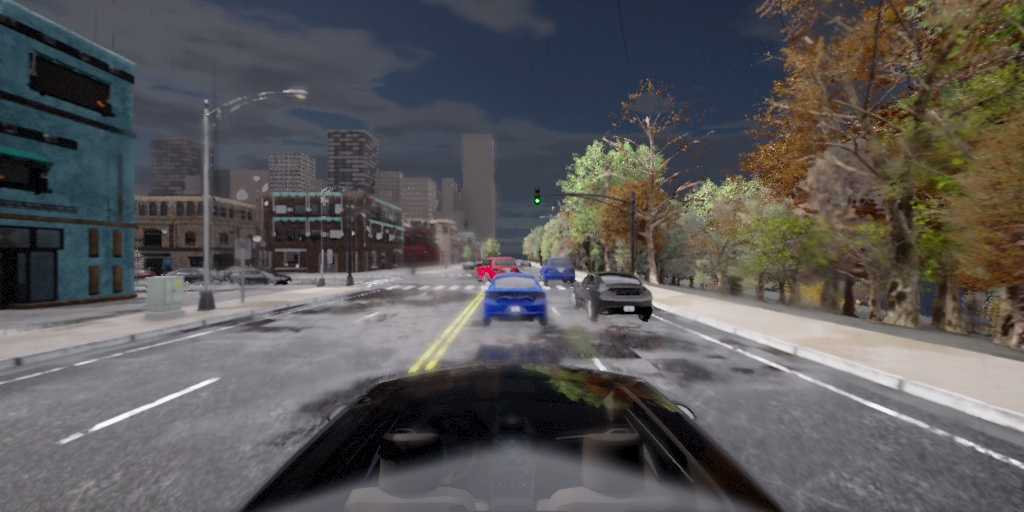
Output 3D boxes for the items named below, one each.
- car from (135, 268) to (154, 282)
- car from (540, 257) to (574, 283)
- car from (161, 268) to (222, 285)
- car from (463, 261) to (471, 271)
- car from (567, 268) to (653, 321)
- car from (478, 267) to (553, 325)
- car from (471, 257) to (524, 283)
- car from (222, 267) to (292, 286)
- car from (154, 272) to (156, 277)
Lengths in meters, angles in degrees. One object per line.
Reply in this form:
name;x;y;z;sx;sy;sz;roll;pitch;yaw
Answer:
car;-39.347;1.939;37.091;4.207;1.307;1.802;0;0;0
car;3.352;1.129;27.009;2.150;2.045;5.566;0;0;0
car;-27.262;1.746;31.286;4.892;1.490;1.837;-1;0;0
car;-6.559;1.560;56.411;1.882;1.535;5.008;0;-1;0
car;3.351;1.320;12.685;1.837;1.490;4.892;0;-1;0
car;0.101;1.292;12.089;1.882;1.535;5.008;0;0;0
car;-1.248;1.129;27.127;2.150;2.045;5.566;1;0;-19
car;-19.945;1.733;28.564;4.313;1.339;1.948;0;0;0
car;-33.813;1.877;37.083;4.207;1.307;1.802;0;0;0
